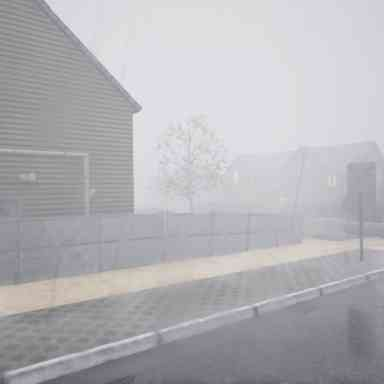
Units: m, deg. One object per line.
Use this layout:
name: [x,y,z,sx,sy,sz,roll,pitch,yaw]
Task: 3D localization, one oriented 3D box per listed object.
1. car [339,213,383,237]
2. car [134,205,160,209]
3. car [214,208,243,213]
car: [10.258,1.780,17.236,1.895,1.301,4.718,-1,-1,-29]
car: [-4.487,2.391,38.640,1.895,1.301,4.718,-1,-1,-35]
car: [3.086,2.045,27.979,1.994,1.385,4.181,-1,-1,-36]
